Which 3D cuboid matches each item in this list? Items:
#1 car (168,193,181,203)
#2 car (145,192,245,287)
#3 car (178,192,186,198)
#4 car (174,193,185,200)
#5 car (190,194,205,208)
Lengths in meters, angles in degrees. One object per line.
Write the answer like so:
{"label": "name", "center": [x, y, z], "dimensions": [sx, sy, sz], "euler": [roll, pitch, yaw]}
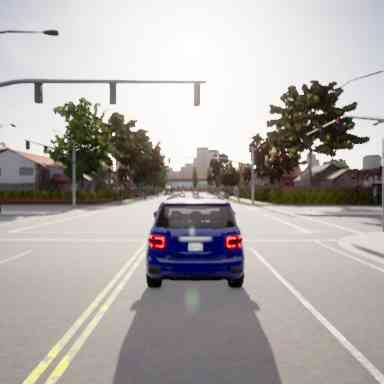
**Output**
{"label": "car", "center": [-2.852, 0.934, 56.175], "dimensions": [1.882, 1.535, 5.008], "euler": [0, 0, 1]}
{"label": "car", "center": [0.069, 1.132, 9.155], "dimensions": [2.150, 2.045, 5.566], "euler": [0, 1, 0]}
{"label": "car", "center": [-2.588, 0.682, 87.093], "dimensions": [1.812, 1.442, 4.674], "euler": [0, 1, 0]}
{"label": "car", "center": [-2.684, 0.846, 71.790], "dimensions": [2.033, 1.411, 5.357], "euler": [0, 1, 0]}
{"label": "car", "center": [0.693, 1.072, 41.919], "dimensions": [1.882, 1.535, 5.008], "euler": [0, 1, 1]}
